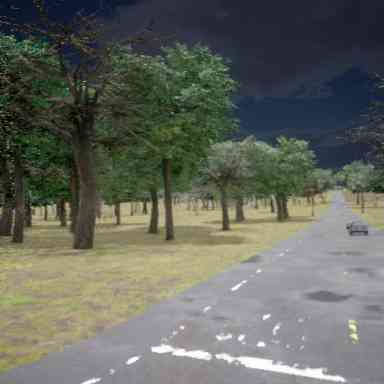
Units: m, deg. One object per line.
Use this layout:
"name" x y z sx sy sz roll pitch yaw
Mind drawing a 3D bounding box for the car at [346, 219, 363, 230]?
"car" 23.276 4.627 47.794 1.895 1.301 4.718 -3 -4 24

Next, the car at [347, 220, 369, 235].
"car" 18.686 4.033 37.354 2.033 1.411 5.357 -3 -4 24
